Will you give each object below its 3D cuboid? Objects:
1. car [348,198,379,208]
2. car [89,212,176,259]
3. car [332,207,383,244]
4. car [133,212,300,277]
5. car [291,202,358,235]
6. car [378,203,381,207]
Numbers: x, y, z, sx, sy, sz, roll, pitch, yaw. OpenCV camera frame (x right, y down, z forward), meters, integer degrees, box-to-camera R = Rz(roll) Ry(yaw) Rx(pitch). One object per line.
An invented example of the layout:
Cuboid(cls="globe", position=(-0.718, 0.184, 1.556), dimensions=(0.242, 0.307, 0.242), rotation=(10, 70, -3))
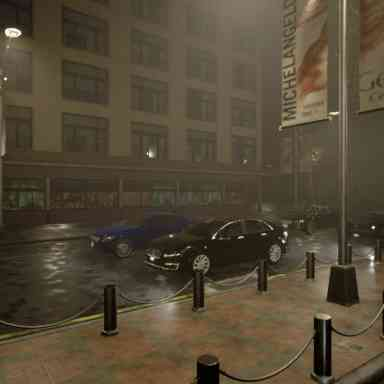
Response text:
Cuboid(cls="car", position=(21.400, 1.491, 42.702), dimensions=(4.902, 1.511, 2.128), rotation=(0, 0, 45))
Cuboid(cls="car", position=(-1.514, 1.526, 12.764), dimensions=(4.674, 1.442, 1.812), rotation=(0, 0, -35))
Cuboid(cls="car", position=(9.076, 1.601, 16.036), dimensions=(4.718, 1.301, 1.895), rotation=(0, 0, -35))
Cuboid(cls="car", position=(0.918, 1.505, 10.195), dimensions=(4.892, 1.490, 1.837), rotation=(0, 0, -36))
Cuboid(cls="car", position=(6.851, 1.492, 18.746), dimensions=(4.902, 1.511, 2.128), rotation=(0, 0, -35))
Cuboid(cls="car", position=(16.754, 1.564, 25.915), dimensions=(4.181, 1.385, 1.994), rotation=(0, 0, -35))
